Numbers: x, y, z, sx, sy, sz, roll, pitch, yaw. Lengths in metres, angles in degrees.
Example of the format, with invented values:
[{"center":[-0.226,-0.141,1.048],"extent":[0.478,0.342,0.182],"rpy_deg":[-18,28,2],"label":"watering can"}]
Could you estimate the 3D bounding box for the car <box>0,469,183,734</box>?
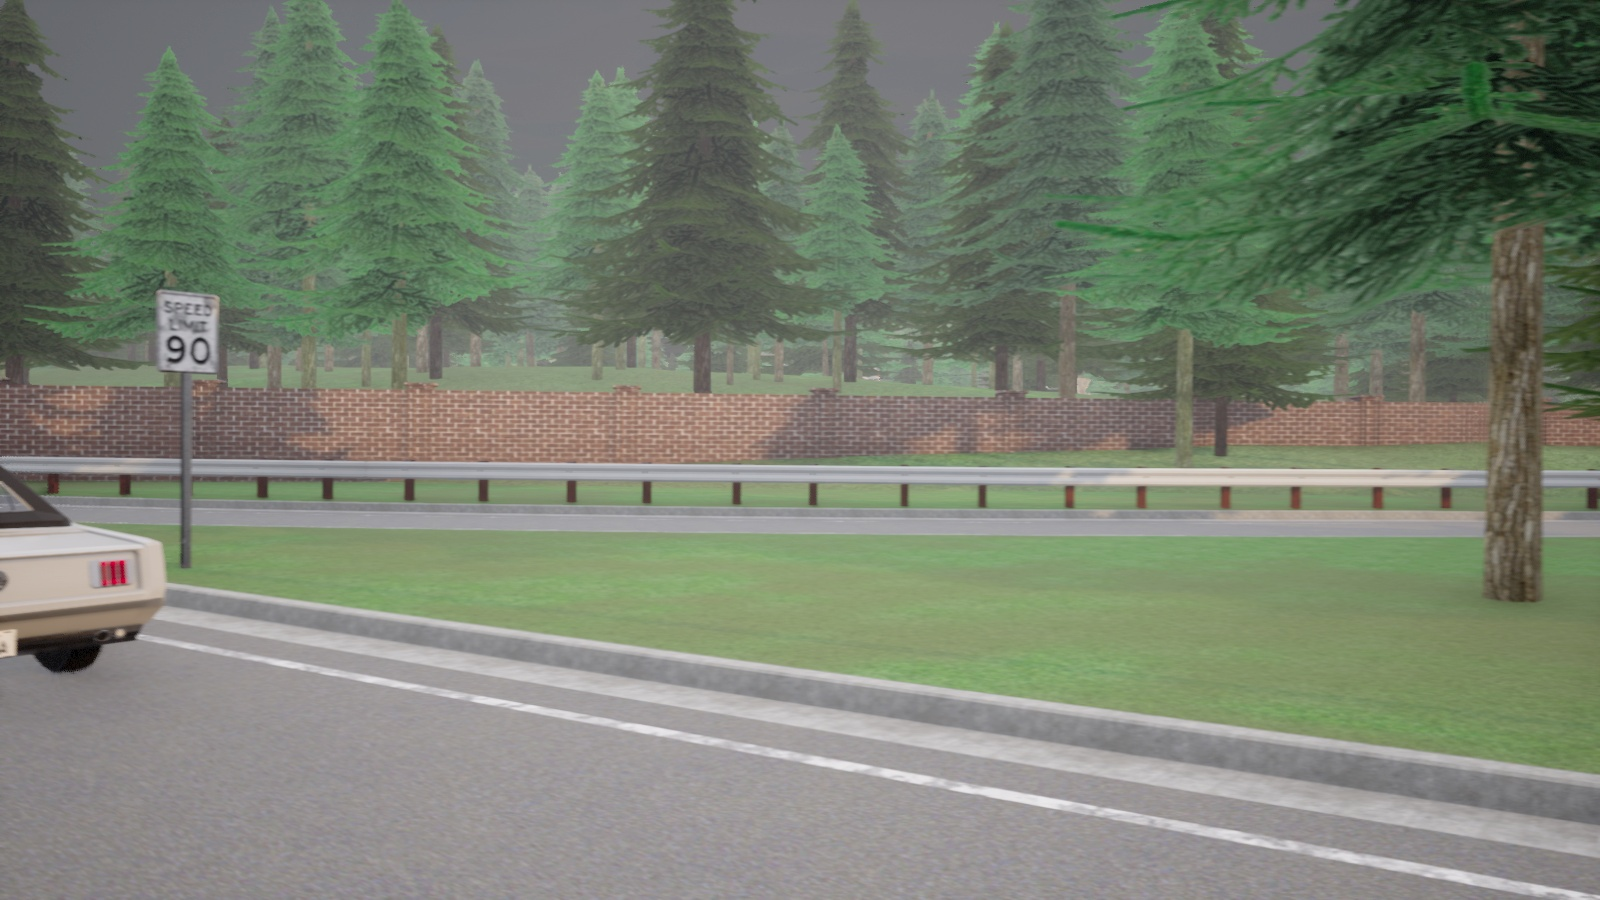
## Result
[{"center":[-6.001,0.791,7.689],"extent":[4.718,1.301,1.895],"rpy_deg":[0,1,34],"label":"car"}]
